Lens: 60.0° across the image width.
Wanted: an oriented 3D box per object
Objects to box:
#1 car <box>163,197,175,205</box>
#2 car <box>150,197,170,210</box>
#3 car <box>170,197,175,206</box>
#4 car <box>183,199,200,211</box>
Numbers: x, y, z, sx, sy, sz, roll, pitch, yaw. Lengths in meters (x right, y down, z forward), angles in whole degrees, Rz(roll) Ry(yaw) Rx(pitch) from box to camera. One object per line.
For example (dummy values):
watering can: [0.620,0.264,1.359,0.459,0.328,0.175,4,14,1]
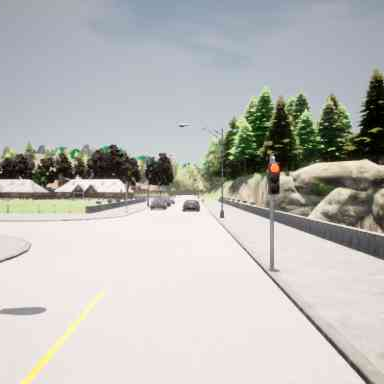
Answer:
car: [-4.225,1.601,62.154,1.895,1.301,4.718,0,0,0]
car: [-4.214,1.526,42.633,1.812,1.442,4.674,0,0,-1]
car: [-4.233,1.547,52.341,2.033,1.411,5.357,0,0,-1]
car: [-0.090,1.564,40.302,1.994,1.385,4.181,0,0,1]
